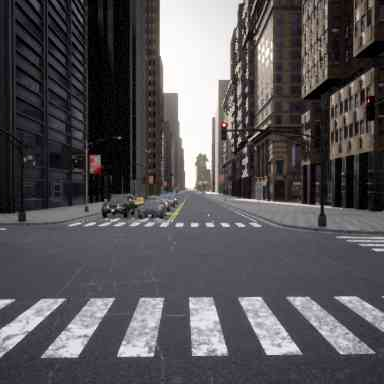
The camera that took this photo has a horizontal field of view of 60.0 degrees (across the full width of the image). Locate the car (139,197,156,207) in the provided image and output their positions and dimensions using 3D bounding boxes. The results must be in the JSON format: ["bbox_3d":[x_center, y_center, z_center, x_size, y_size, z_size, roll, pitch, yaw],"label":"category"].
[{"bbox_3d":[-6.688,1.497,50.553,1.994,1.385,4.181,0,0,0],"label":"car"}]

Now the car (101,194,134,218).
[{"bbox_3d":[-6.654,1.190,30.658,2.150,2.045,5.566,0,0,0],"label":"car"}]

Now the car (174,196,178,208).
[{"bbox_3d":[-3.444,1.501,48.061,1.994,1.385,4.181,0,0,-1],"label":"car"}]

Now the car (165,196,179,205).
[{"bbox_3d":[-3.422,1.465,58.478,2.033,1.411,5.357,0,0,0],"label":"car"}]

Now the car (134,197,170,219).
[{"bbox_3d":[-3.399,1.323,29.054,2.097,1.767,4.553,0,0,0],"label":"car"}]

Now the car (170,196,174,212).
[{"bbox_3d":[-3.418,1.481,38.036,1.812,1.442,4.674,0,0,0],"label":"car"}]

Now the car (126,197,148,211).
[{"bbox_3d":[-6.664,1.428,40.663,1.882,1.535,5.008,0,0,0],"label":"car"}]
